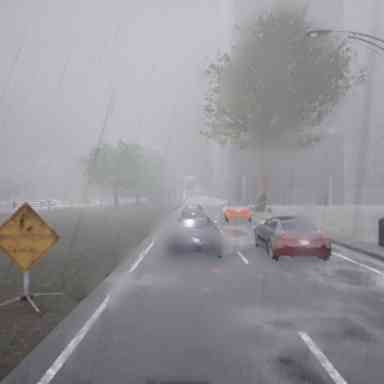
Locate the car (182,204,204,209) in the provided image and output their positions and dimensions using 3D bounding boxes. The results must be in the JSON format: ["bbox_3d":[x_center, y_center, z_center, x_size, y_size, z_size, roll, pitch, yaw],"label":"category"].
[{"bbox_3d":[0.100,1.713,28.473,1.994,1.385,4.181,0,-1,0],"label":"car"}]

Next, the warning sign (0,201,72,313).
[{"bbox_3d":[-3.049,1.112,6.132,1.300,1.860,1.060,0,0,0],"label":"warning sign"}]

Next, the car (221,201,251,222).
[{"bbox_3d":[3.598,1.494,27.734,2.097,1.767,4.553,0,-1,0],"label":"car"}]

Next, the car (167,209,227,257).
[{"bbox_3d":[0.091,1.585,13.047,1.994,1.385,4.181,0,0,0],"label":"car"}]

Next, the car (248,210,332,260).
[{"bbox_3d":[3.590,1.582,12.567,1.994,1.385,4.181,0,0,0],"label":"car"}]
